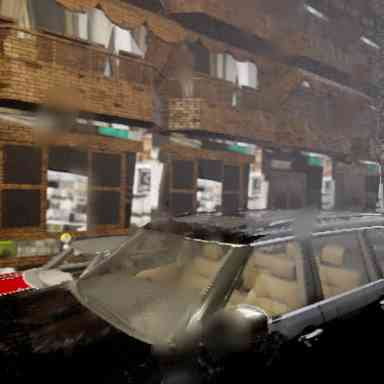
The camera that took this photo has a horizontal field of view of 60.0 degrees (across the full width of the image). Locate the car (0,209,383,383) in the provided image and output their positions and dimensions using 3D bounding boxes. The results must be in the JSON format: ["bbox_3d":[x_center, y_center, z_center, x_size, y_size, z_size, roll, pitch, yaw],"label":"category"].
[{"bbox_3d":[0.343,1.241,3.316,5.566,2.045,2.150,1,0,-35],"label":"car"}]

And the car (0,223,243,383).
[{"bbox_3d":[-1.416,1.456,5.075,4.097,1.590,1.967,1,0,-35],"label":"car"}]
